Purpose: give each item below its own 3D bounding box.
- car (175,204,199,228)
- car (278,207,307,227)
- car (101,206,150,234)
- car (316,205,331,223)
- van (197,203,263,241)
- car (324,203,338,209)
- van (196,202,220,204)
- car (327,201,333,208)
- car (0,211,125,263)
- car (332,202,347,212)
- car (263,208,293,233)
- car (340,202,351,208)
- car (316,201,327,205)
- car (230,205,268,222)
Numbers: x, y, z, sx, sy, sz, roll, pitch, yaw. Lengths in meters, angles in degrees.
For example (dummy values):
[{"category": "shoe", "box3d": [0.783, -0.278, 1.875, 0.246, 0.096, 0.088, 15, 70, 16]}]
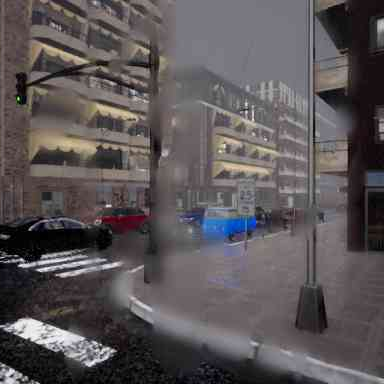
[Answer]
[{"category": "car", "box3d": [0.610, 1.985, 26.659, 1.812, 1.442, 4.674, 0, -1, 36]}, {"category": "car", "box3d": [8.532, 2.158, 27.893, 1.802, 1.307, 4.206, -1, -2, 35]}, {"category": "car", "box3d": [-4.530, 1.639, 19.396, 2.097, 1.767, 4.553, 0, -1, 35]}, {"category": "car", "box3d": [11.743, 2.233, 32.409, 2.008, 1.369, 4.403, -1, -2, 35]}, {"category": "van", "box3d": [2.248, 1.704, 18.773, 1.690, 1.788, 3.998, -1, -2, 35]}, {"category": "car", "box3d": [30.597, 3.064, 73.315, 1.887, 1.381, 4.507, -1, -2, 35]}, {"category": "van", "box3d": [1.699, 1.903, 32.695, 1.690, 1.788, 3.998, -1, -2, 35]}, {"category": "car", "box3d": [27.385, 2.728, 68.807, 2.192, 1.841, 5.009, -1, -2, 35]}, {"category": "car", "box3d": [-5.280, 1.672, 12.864, 2.128, 1.511, 4.902, 0, -1, 35]}, {"category": "car", "box3d": [25.948, 2.723, 56.769, 1.837, 1.490, 4.892, 0, -1, 36]}, {"category": "car", "box3d": [5.322, 2.035, 23.380, 1.947, 1.339, 4.313, -1, -2, 35]}, {"category": "car", "box3d": [40.132, 3.375, 86.722, 1.752, 1.417, 4.829, -1, -2, 35]}, {"category": "car", "box3d": [24.175, 2.889, 64.287, 1.802, 1.307, 4.206, -1, -2, 35]}, {"category": "car", "box3d": [5.933, 2.140, 34.136, 1.837, 1.490, 4.892, 0, -1, 35]}]
